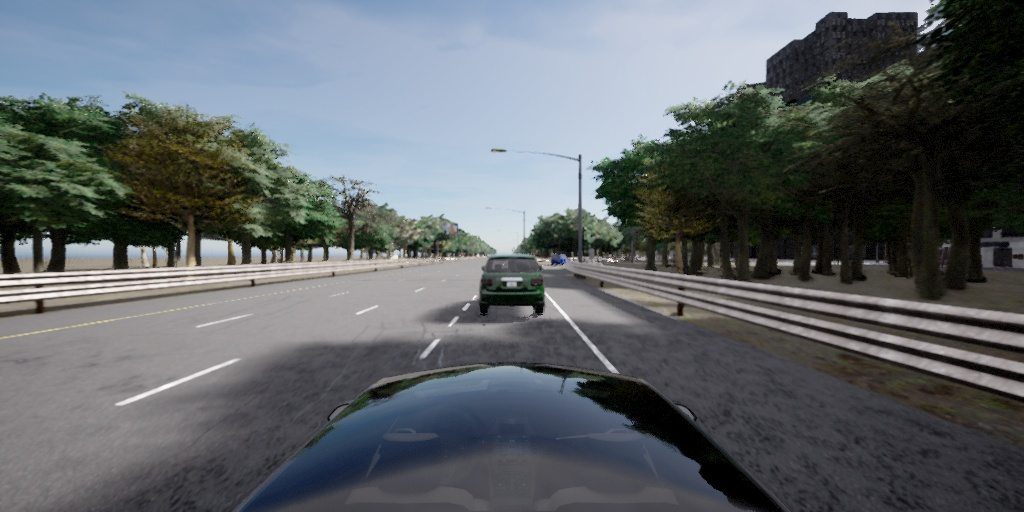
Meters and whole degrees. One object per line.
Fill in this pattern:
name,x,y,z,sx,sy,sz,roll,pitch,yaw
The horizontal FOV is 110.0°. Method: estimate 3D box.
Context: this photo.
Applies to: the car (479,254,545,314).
car,-0.008,0.950,13.595,2.150,2.045,5.566,0,0,0
